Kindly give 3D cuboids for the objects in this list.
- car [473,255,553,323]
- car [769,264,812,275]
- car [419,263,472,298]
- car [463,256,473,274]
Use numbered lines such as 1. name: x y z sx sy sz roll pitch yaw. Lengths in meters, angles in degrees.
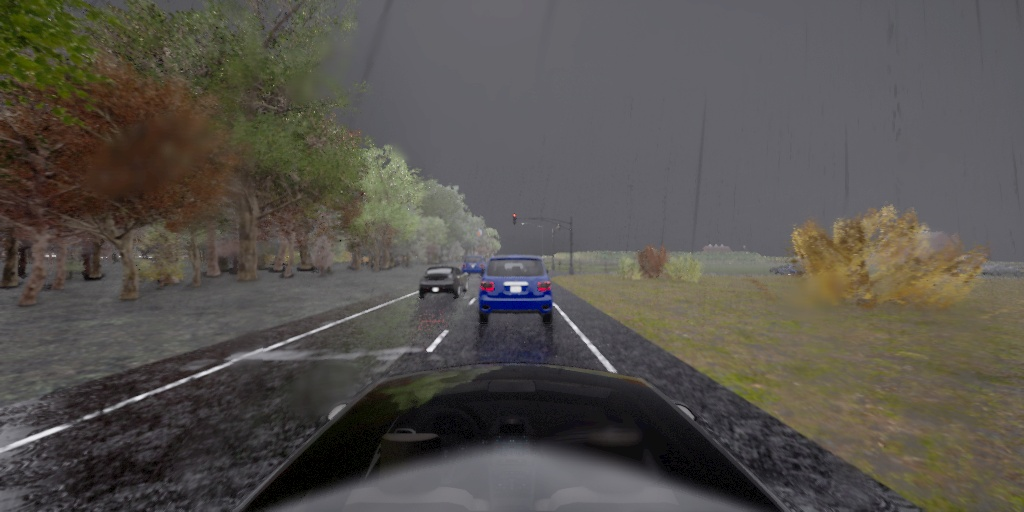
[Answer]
1. car: 0.103 0.973 12.256 2.150 2.045 5.566 0 0 0
2. car: 37.101 1.751 47.243 5.357 1.411 2.033 1 -1 1
3. car: -3.395 1.254 18.330 1.837 1.490 4.892 0 0 0
4. car: -3.391 0.973 33.643 2.150 2.045 5.566 0 0 0
